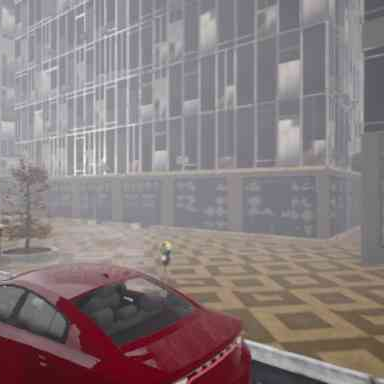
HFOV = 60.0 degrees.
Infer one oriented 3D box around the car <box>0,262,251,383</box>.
[{"bbox_3d":[-1.532,1.547,3.970,4.507,1.381,1.887,0,0,36],"label":"car"}]
